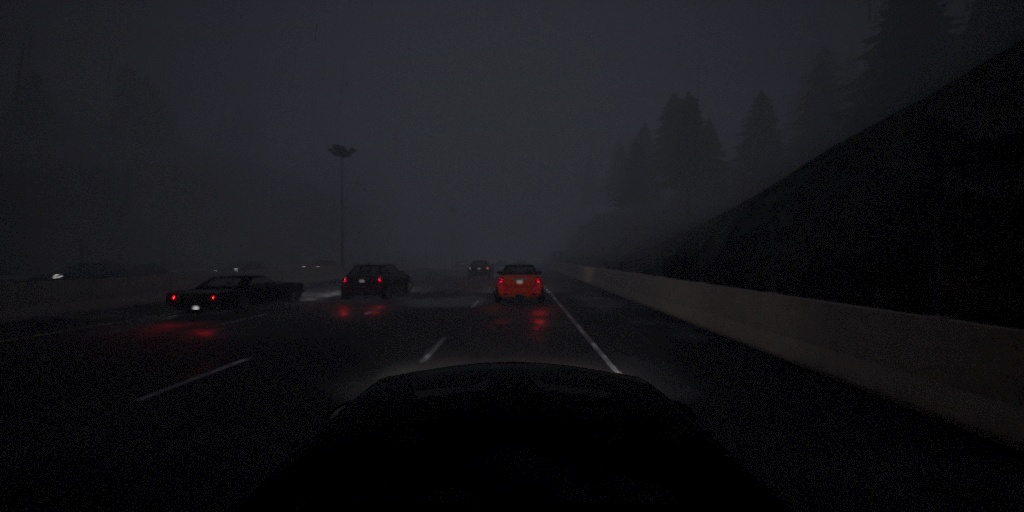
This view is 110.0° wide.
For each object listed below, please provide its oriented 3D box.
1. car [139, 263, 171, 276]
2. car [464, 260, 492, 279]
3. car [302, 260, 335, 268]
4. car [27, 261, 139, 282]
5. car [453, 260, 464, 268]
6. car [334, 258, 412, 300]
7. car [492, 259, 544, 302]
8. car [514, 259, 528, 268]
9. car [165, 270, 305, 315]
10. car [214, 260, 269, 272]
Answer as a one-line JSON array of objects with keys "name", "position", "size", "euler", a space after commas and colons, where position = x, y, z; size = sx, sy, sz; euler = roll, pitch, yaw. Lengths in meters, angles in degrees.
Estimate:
[{"name": "car", "position": [-31.063, 1.361, 29.572], "size": [1.837, 1.490, 4.892], "euler": [0, -1, 1]}, {"name": "car", "position": [-2.813, 1.127, 33.175], "size": [2.097, 1.767, 4.553], "euler": [0, 0, 1]}, {"name": "car", "position": [-20.387, 1.180, 38.217], "size": [2.097, 1.767, 4.553], "euler": [0, 0, 1]}, {"name": "car", "position": [-27.705, 1.192, 23.178], "size": [2.097, 1.767, 4.553], "euler": [0, 0, 1]}, {"name": "car", "position": [-8.957, 1.409, 63.581], "size": [1.895, 1.301, 4.718], "euler": [0, 0, 4]}, {"name": "car", "position": [-6.619, 1.130, 18.026], "size": [2.097, 1.767, 4.553], "euler": [0, 0, 1]}, {"name": "car", "position": [0.365, 1.109, 17.182], "size": [2.097, 1.767, 4.553], "euler": [0, 0, 1]}, {"name": "car", "position": [1.675, 1.270, 64.184], "size": [2.128, 1.511, 4.902], "euler": [0, 0, 5]}, {"name": "car", "position": [-10.205, 1.387, 13.840], "size": [1.895, 1.301, 4.718], "euler": [0, 0, 1]}, {"name": "car", "position": [-24.004, 1.187, 31.990], "size": [2.097, 1.767, 4.553], "euler": [0, 0, 2]}]
